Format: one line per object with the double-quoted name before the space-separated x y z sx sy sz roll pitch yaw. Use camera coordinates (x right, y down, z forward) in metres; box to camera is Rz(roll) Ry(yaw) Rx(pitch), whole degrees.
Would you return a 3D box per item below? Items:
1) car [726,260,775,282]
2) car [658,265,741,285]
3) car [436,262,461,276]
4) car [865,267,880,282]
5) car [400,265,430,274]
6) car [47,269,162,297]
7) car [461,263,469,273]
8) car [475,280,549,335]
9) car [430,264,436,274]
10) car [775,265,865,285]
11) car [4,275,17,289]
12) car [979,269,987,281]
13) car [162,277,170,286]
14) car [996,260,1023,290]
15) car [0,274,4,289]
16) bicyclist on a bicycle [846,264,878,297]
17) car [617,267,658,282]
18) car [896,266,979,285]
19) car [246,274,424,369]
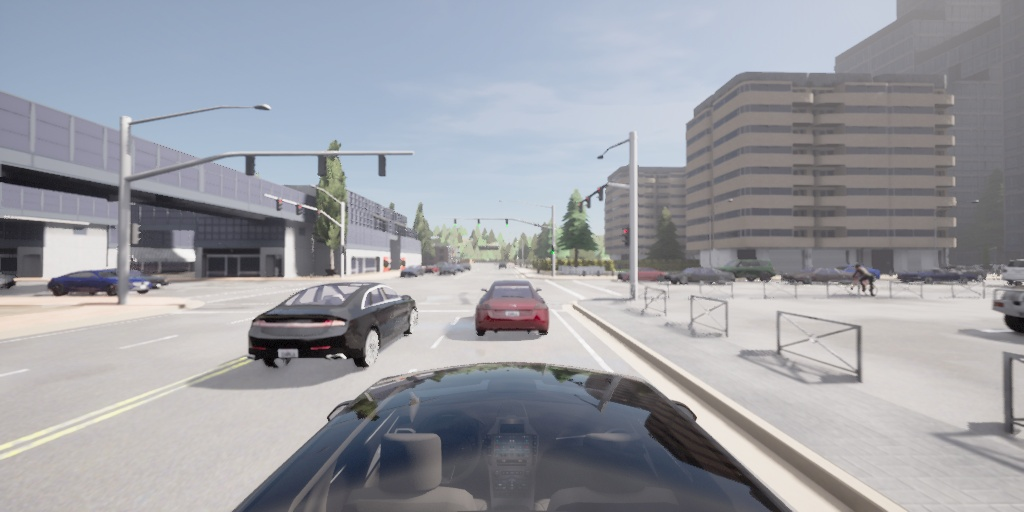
"car" 21.117 1.355 33.024 5.566 2.045 2.150 0 -1 -2
"car" 15.260 1.636 29.348 5.357 1.411 2.033 0 -1 -2
"car" -8.325 1.872 47.123 1.994 1.385 4.181 0 -1 -2
"car" 31.142 1.614 33.305 5.008 1.535 1.882 0 -1 -1
"car" -11.730 1.801 42.671 2.033 1.411 5.357 0 -1 -1
"car" -23.313 1.506 20.358 4.674 1.442 1.812 0 -1 -1
"car" -8.580 1.982 57.420 2.033 1.411 5.357 0 -1 -1
"car" -0.009 1.428 10.960 1.994 1.385 4.181 0 -1 -1
"car" -11.959 1.972 52.255 1.895 1.301 4.718 0 -1 -1
"car" 25.331 1.639 29.639 5.357 1.411 2.033 0 -1 -2
"car" -35.883 1.512 23.576 4.902 1.511 2.128 0 -1 -1
"car" 41.258 1.644 33.559 4.892 1.490 1.837 0 -1 -1
"car" -26.156 1.570 23.793 5.357 1.411 2.033 0 -1 -1
"car" 39.762 1.273 26.365 5.566 2.045 2.150 0 -1 -2
"car" -32.418 1.504 20.156 4.674 1.442 1.812 0 -1 -1
"bicyclist on a bicycle" 17.943 1.257 18.441 0.582 1.620 1.656 0 -1 -2
"car" 11.773 1.694 32.747 4.181 1.385 1.994 0 -1 -2
"car" 35.194 1.695 29.911 4.718 1.301 1.895 0 -1 -1
"car" -3.493 1.319 7.980 2.128 1.511 4.902 0 -1 -1
